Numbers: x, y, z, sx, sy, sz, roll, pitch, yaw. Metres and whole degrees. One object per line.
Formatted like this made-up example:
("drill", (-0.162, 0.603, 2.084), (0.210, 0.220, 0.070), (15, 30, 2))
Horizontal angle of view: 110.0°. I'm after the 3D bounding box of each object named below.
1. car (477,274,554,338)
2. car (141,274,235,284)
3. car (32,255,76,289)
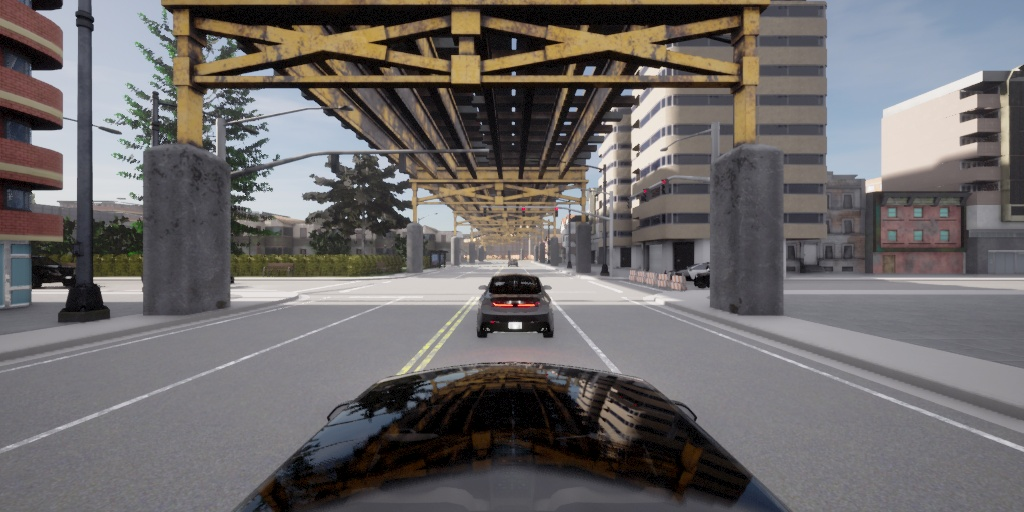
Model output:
("car", (0.087, 1.255, 10.172), (1.837, 1.490, 4.892), (0, 0, 0))
("car", (-20.035, 1.255, 22.285), (4.892, 1.490, 1.837), (0, 0, 0))
("car", (-30.388, 0.968, 22.347), (5.566, 2.045, 2.150), (0, 0, 0))
